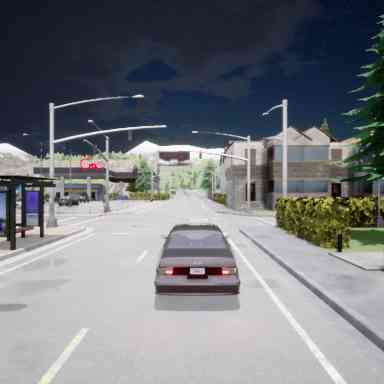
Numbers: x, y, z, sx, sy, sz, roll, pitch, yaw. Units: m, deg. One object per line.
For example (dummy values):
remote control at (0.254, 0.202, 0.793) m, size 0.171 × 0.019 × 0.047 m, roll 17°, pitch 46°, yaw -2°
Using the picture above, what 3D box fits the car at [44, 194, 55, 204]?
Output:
car at (-25.854, 1.289, 61.025) m, size 1.932 × 1.855 × 4.605 m, roll 0°, pitch 0°, yaw 0°

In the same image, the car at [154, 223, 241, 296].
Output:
car at (0.105, 1.547, 8.822) m, size 2.033 × 1.411 × 5.357 m, roll 0°, pitch 0°, yaw 0°

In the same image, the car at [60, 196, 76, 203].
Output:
car at (-25.910, 1.552, 69.504) m, size 1.970 × 1.475 × 3.806 m, roll 0°, pitch 0°, yaw 0°

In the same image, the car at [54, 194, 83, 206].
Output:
car at (-18.891, 1.489, 51.029) m, size 2.007 × 1.523 × 4.514 m, roll 0°, pitch 0°, yaw 0°

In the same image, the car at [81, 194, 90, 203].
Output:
car at (-22.584, 1.268, 68.900) m, size 1.905 × 1.878 × 3.866 m, roll 0°, pitch 0°, yaw 0°
